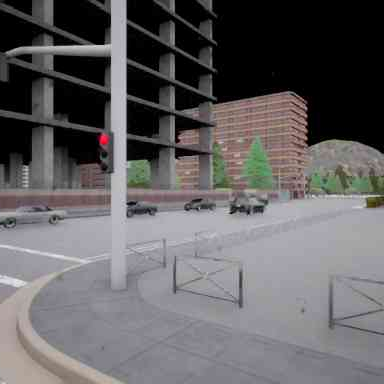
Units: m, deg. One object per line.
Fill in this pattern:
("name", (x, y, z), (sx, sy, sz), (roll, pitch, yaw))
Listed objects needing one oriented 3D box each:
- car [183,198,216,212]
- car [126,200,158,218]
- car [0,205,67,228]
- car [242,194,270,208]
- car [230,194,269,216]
("car", (0.952, 1.449, 38.482), (1.837, 1.490, 4.892), (0, 0, 35))
("car", (-5.042, 1.470, 30.019), (1.812, 1.442, 4.674), (0, 0, 36))
("car", (-10.817, 1.545, 21.886), (1.895, 1.301, 4.718), (0, 0, 35))
("car", (9.830, 1.272, 50.854), (2.150, 2.045, 5.566), (0, 0, 35))
("car", (5.552, 1.296, 32.536), (2.097, 1.767, 4.553), (0, 0, 35))
